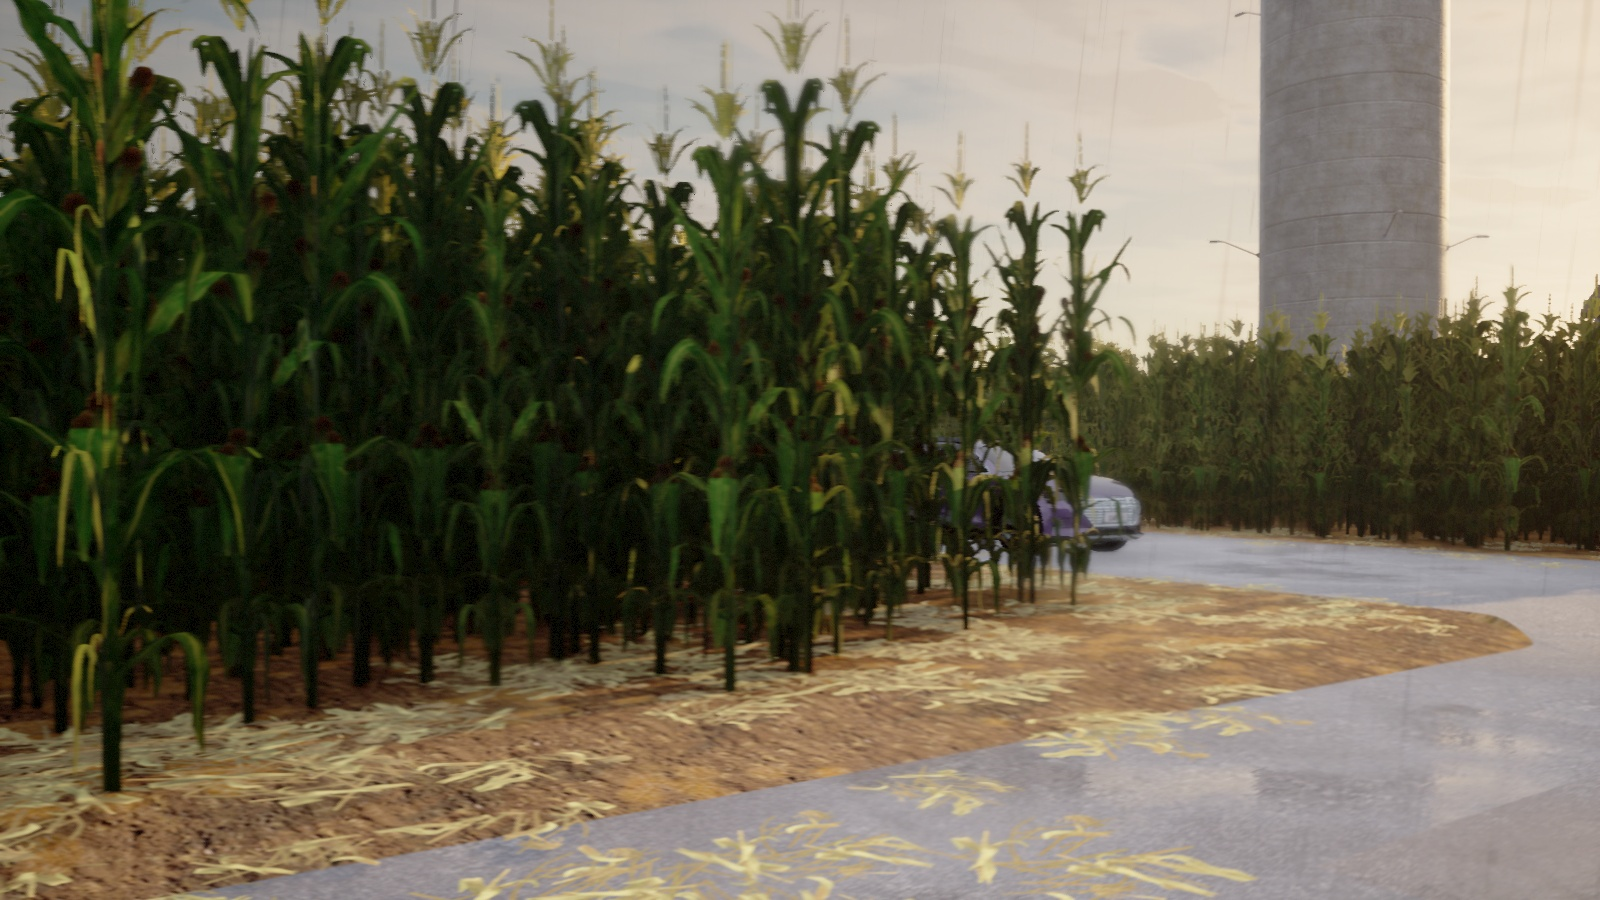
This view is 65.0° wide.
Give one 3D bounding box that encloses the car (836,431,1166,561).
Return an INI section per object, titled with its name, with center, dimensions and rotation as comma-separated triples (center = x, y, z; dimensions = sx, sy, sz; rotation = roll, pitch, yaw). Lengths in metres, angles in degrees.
[car]
center = 2.788, 0.605, 18.576
dimensions = 2.033, 1.649, 4.856
rotation = 0, -1, -35
